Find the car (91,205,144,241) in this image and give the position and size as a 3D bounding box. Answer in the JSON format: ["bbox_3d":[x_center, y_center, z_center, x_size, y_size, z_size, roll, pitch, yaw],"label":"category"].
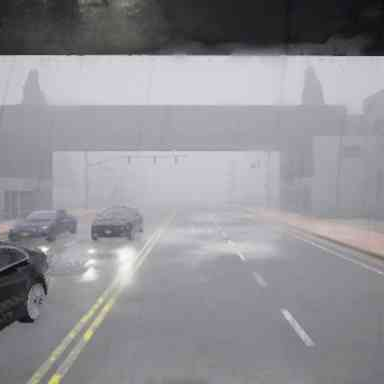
[{"bbox_3d":[-3.643,1.473,16.919,1.882,1.535,5.008,0,0,0],"label":"car"}]

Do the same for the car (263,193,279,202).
[{"bbox_3d":[16.393,1.066,70.019,1.932,1.855,4.605,0,0,0],"label":"car"}]

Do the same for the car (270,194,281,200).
[{"bbox_3d":[21.876,1.283,87.470,1.970,1.475,3.806,0,0,0],"label":"car"}]

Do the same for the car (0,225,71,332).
[{"bbox_3d":[-3.611,1.497,4.410,2.128,1.511,4.902,0,0,0],"label":"car"}]

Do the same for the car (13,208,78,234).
[{"bbox_3d":[-7.137,1.529,16.516,1.812,1.442,4.674,0,0,0],"label":"car"}]

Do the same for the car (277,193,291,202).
[{"bbox_3d":[19.288,1.063,69.985,1.905,1.878,3.866,0,0,0],"label":"car"}]
